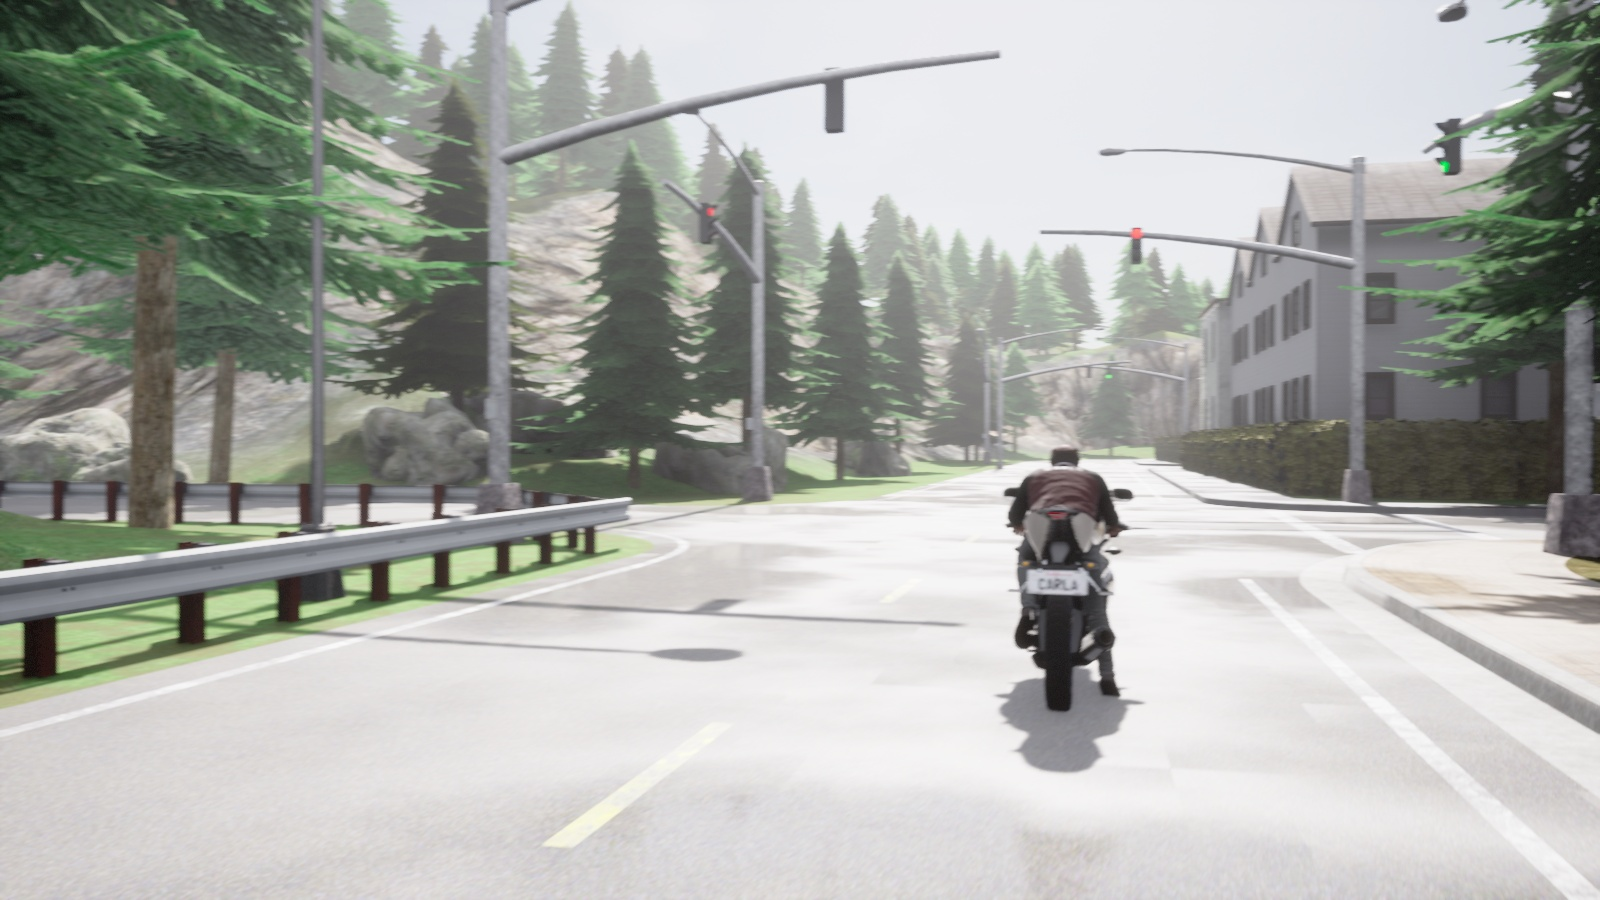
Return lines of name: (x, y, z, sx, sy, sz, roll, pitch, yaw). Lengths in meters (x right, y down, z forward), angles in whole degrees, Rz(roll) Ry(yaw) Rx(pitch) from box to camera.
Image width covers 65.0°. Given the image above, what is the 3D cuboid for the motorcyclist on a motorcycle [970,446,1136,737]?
motorcyclist on a motorcycle: (1.602, 0.742, 7.781, 0.866, 1.530, 2.191, 0, 0, 13)
